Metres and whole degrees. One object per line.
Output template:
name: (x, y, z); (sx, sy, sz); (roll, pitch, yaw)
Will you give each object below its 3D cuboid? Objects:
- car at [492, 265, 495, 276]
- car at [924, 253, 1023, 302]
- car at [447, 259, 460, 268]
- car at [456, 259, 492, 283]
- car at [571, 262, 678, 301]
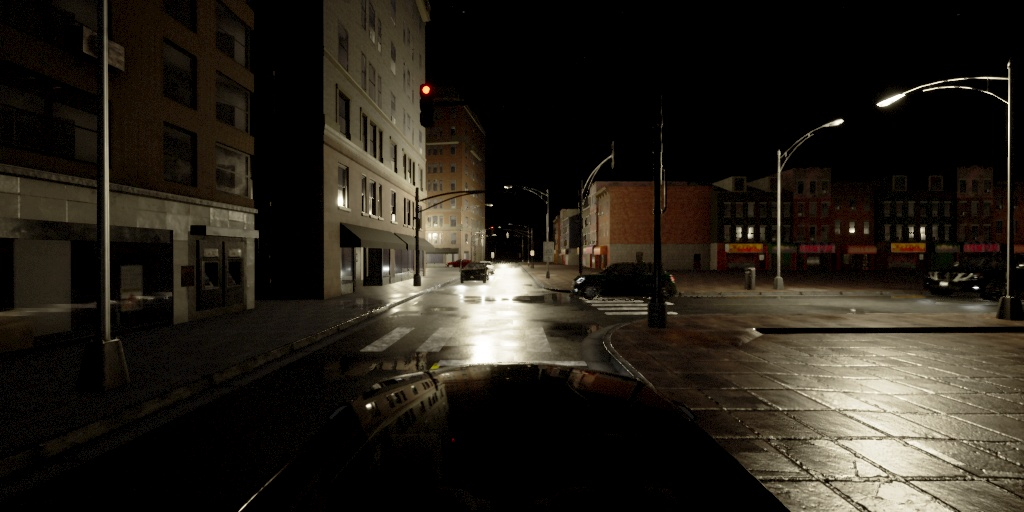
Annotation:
car: (-2.852, 1.282, 38.077); (1.812, 1.442, 4.674); (0, 0, 0)
car: (22.105, 0.880, 16.065); (5.566, 2.045, 2.150); (0, 0, 0)
car: (-8.831, 1.283, 62.343); (5.008, 1.535, 1.882); (0, 0, 9)
car: (-2.838, 1.231, 27.929); (1.882, 1.535, 5.008); (0, 0, 0)
car: (5.051, 1.074, 16.609); (4.553, 1.767, 2.097); (0, 0, 8)
